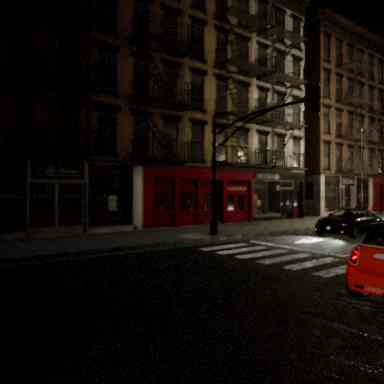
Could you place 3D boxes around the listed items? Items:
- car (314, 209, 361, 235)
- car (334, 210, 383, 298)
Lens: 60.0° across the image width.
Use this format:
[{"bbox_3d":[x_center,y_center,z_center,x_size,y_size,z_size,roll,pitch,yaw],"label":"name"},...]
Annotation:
[{"bbox_3d":[8.369,1.592,17.632,4.181,1.385,1.994,0,0,-36],"label":"car"},{"bbox_3d":[5.443,1.357,7.323,4.553,1.767,2.097,0,0,-35],"label":"car"}]
